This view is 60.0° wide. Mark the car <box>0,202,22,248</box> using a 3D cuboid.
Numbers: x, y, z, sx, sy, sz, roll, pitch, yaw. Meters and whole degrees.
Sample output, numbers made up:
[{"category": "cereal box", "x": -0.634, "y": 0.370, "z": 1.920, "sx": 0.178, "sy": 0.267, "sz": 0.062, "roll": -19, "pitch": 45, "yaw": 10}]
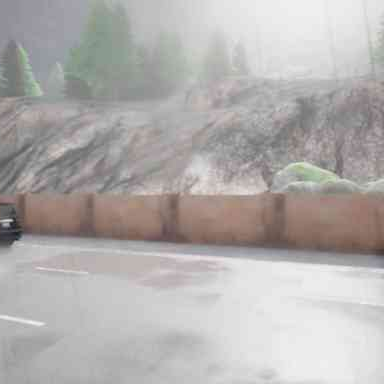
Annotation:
[{"category": "car", "x": -10.017, "y": 1.421, "z": 14.444, "sx": 5.566, "sy": 2.045, "sz": 2.150, "roll": 0, "pitch": -1, "yaw": 22}]
